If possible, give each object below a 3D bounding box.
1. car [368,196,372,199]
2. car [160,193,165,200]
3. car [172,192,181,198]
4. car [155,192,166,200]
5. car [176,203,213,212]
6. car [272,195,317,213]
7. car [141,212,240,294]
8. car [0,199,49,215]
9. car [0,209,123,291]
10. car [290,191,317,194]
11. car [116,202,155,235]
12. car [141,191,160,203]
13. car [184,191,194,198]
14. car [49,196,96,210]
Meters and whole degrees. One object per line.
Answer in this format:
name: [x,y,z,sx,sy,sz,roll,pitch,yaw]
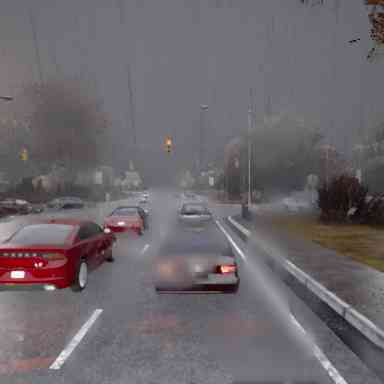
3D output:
car: [24.074,1.215,43.738,5.357,1.411,2.033,0,1,-3]
car: [-7.039,0.959,65.371,2.128,1.511,4.902,0,1,0]
car: [-3.973,0.722,86.048,2.128,1.511,4.902,0,1,-4]
car: [-7.107,0.868,75.760,2.128,1.511,4.902,0,1,-1]
car: [0.133,1.379,18.575,2.128,1.511,4.902,0,1,-1]
car: [10.114,1.294,32.235,4.674,1.442,1.812,0,1,-3]
car: [0.102,1.515,8.883,2.033,1.411,5.357,0,0,0]
car: [-15.424,1.318,29.415,4.674,1.442,1.812,0,0,18]
car: [-3.396,1.445,8.956,1.882,1.535,5.008,0,0,0]
car: [13.773,0.894,43.157,5.566,2.045,2.150,0,1,-4]
car: [-3.395,1.457,17.943,1.994,1.385,4.181,0,1,0]
car: [-7.081,0.788,55.199,2.150,2.045,5.566,0,1,0]
car: [-0.473,0.711,86.142,2.128,1.511,4.902,0,1,-4]
car: [-12.868,1.231,35.612,4.902,1.511,2.128,0,1,-19]
